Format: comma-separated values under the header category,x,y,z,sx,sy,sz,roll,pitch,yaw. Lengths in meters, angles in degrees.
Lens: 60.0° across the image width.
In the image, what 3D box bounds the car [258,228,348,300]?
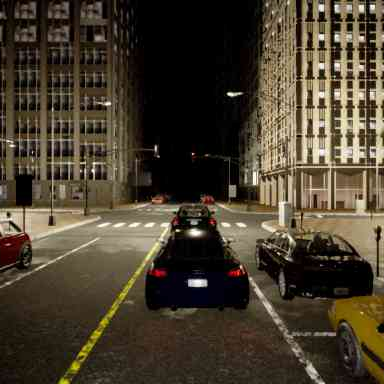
category,x,y,z,sx,sy,sz,roll,pitch,yaw
car,2.685,1.549,8.165,2.008,1.369,4.403,0,0,0

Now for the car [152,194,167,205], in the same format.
category,x,y,z,sx,sy,sz,roll,pitch,yaw
car,-5.826,1.388,57.421,1.967,1.590,4.097,0,0,0

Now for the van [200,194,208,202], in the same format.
category,x,y,z,sx,sy,sz,roll,pitch,yaw
van,2.637,1.250,74.479,1.690,1.788,3.998,0,0,0

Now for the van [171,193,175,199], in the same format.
category,x,y,z,sx,sy,sz,roll,pitch,yaw
van,-5.747,1.236,80.161,1.690,1.788,3.998,0,0,0

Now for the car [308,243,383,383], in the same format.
category,x,y,z,sx,sy,sz,roll,pitch,yaw
car,2.689,1.525,2.668,1.752,1.417,4.829,0,0,0

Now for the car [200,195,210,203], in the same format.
category,x,y,z,sx,sy,sz,roll,pitch,yaw
car,2.641,1.363,68.794,1.967,1.590,4.097,0,0,0

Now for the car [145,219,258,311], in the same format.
category,x,y,z,sx,sy,sz,roll,pitch,yaw
car,0.096,1.563,7.821,1.994,1.385,4.181,0,0,0

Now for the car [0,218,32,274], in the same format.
category,x,y,z,sx,sy,sz,roll,pitch,yaw
car,-5.695,1.439,8.158,1.967,1.590,4.097,0,0,0

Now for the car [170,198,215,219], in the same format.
category,x,y,z,sx,sy,sz,roll,pitch,yaw
car,0.086,1.346,16.454,2.097,1.767,4.553,0,0,0

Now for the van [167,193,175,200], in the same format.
category,x,y,z,sx,sy,sz,roll,pitch,yaw
van,-5.755,1.205,91.533,1.690,1.788,3.998,0,0,0

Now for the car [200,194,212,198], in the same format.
category,x,y,z,sx,sy,sz,roll,pitch,yaw
car,2.745,1.388,57.426,1.967,1.590,4.097,0,0,0

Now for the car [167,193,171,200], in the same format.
category,x,y,z,sx,sy,sz,roll,pitch,yaw
car,-5.764,1.251,63.106,2.192,1.841,5.009,0,0,0
